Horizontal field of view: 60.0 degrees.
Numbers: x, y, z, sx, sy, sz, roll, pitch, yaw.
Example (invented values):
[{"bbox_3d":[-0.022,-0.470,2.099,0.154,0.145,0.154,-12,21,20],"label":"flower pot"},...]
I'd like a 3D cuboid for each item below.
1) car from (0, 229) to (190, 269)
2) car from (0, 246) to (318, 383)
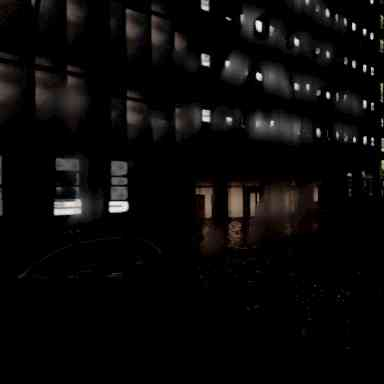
[{"bbox_3d":[-2.170,1.501,6.133,4.892,1.490,1.837,0,0,-36],"label":"car"},{"bbox_3d":[-1.165,1.546,2.857,5.357,1.411,2.033,0,0,-36],"label":"car"}]
